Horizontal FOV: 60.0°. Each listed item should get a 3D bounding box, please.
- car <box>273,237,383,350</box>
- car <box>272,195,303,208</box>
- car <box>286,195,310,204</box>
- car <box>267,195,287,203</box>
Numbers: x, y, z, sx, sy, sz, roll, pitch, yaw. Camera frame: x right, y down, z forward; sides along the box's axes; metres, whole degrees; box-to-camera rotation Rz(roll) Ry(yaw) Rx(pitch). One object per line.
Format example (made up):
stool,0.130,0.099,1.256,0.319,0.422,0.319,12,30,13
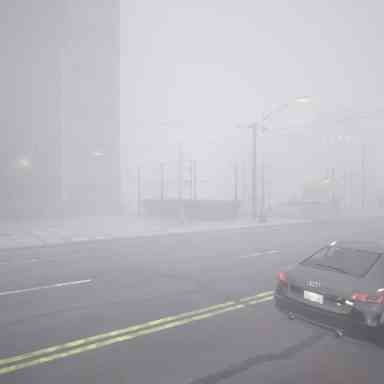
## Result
car,3.480,1.564,6.227,4.181,1.385,1.994,0,0,-35
car,13.347,1.254,44.710,4.553,1.767,2.185,0,0,-36
car,20.261,1.420,63.769,4.674,1.452,2.002,0,0,-36
car,17.356,1.452,67.771,3.806,1.475,1.970,0,0,-36
